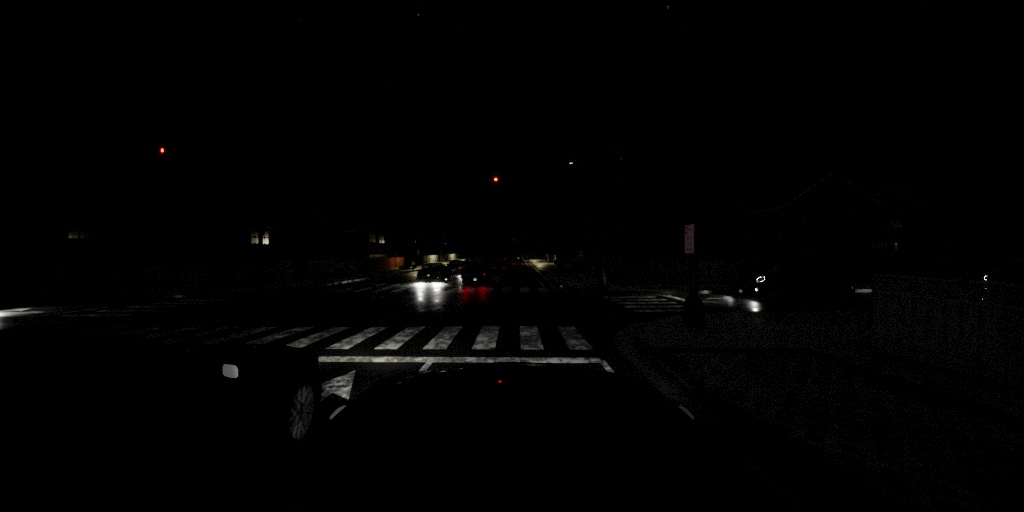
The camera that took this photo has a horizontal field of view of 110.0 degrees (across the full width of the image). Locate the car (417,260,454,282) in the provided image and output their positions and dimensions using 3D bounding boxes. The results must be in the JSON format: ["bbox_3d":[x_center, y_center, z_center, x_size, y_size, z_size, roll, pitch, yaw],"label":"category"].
[{"bbox_3d":[-6.144,1.251,28.471,1.994,1.385,4.181,0,0,1],"label":"car"}]

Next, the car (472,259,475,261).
[{"bbox_3d":[-5.780,1.062,49.407,2.033,1.411,5.357,0,1,2],"label":"car"}]

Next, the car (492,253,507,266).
[{"bbox_3d":[-2.149,0.540,60.879,2.150,2.045,5.566,0,1,1],"label":"car"}]

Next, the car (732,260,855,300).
[{"bbox_3d":[12.642,0.995,16.342,4.553,1.767,2.097,0,0,-1],"label":"car"}]

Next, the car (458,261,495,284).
[{"bbox_3d":[-2.535,1.293,26.540,1.895,1.301,4.718,0,0,0],"label":"car"}]

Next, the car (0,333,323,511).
[{"bbox_3d":[-3.153,1.227,2.180,1.882,1.535,5.008,0,0,1],"label":"car"}]

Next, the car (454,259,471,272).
[{"bbox_3d":[-5.975,1.167,38.764,1.812,1.442,4.674,0,0,1],"label":"car"}]

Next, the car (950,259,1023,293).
[{"bbox_3d":[22.716,0.914,16.446,4.553,1.767,2.097,0,0,0],"label":"car"}]
